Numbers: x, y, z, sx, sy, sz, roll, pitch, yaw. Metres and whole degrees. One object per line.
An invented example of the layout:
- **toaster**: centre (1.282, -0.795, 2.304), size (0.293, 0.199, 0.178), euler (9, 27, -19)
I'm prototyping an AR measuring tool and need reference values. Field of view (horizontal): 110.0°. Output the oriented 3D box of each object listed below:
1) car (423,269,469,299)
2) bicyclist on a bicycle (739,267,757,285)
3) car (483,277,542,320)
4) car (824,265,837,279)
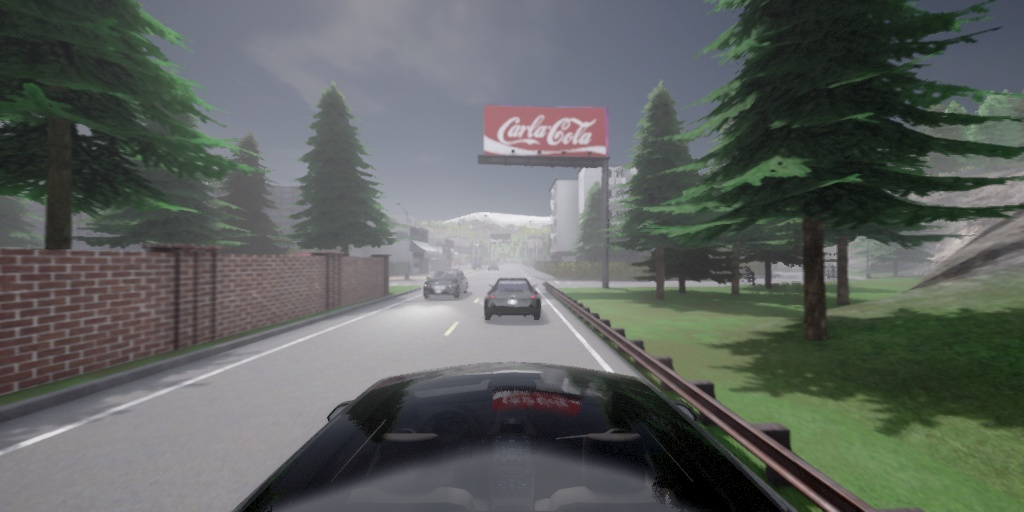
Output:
- **car**: centre (-3.544, 1.480, 19.824), size (2.128, 1.511, 4.902), euler (0, -1, 1)
- **bicyclist on a bicycle**: centre (19.337, 1.612, 29.451), size (0.582, 1.620, 1.656), euler (-2, -3, -13)
- **car**: centre (0.034, 1.468, 13.481), size (1.994, 1.385, 4.181), euler (0, -1, 1)
- **car**: centre (37.285, 1.996, 41.580), size (5.357, 1.411, 2.033), euler (1, -1, -38)
